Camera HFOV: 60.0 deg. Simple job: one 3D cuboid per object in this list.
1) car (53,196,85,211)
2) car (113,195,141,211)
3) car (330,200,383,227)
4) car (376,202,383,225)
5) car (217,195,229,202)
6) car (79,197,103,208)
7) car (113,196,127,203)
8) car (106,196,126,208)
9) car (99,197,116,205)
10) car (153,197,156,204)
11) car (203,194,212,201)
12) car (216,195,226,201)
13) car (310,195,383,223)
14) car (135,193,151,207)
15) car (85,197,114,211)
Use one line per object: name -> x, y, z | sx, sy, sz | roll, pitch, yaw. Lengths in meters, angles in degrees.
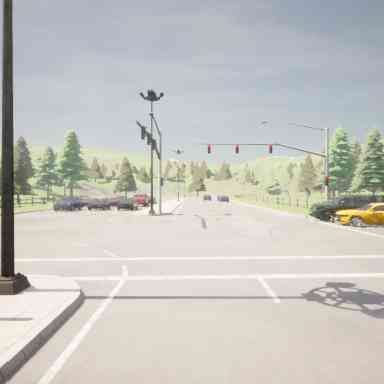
car -> -15.044, 1.352, 40.365 | 2.097, 1.767, 4.553 | 0, 0, 0
car -> -8.037, 1.477, 41.733 | 1.882, 1.535, 5.008 | 0, 0, 0
car -> 12.091, 1.477, 21.771 | 5.008, 1.535, 1.882 | 0, 0, 5
car -> 13.103, 1.491, 17.893 | 4.902, 1.511, 2.128 | 0, 0, 1
car -> 7.143, 1.477, 73.848 | 1.882, 1.535, 5.008 | 0, 0, 1
car -> -15.026, 1.547, 49.824 | 2.033, 1.411, 5.357 | 0, 0, 0
car -> -14.899, 1.499, 69.173 | 1.837, 1.490, 4.892 | 0, 0, 0
car -> -11.523, 1.477, 50.595 | 1.882, 1.535, 5.008 | 0, 0, 0
car -> -14.994, 1.564, 59.062 | 1.994, 1.385, 4.181 | 0, 0, 0
car -> -7.955, 1.547, 63.845 | 2.033, 1.411, 5.357 | 0, 0, 1
car -> 3.867, 1.355, 83.996 | 2.097, 1.767, 4.553 | 0, 0, 2
car -> 7.375, 1.525, 84.252 | 2.128, 1.511, 4.902 | 0, 0, 2
car -> 11.917, 1.222, 25.243 | 5.566, 2.045, 2.150 | 0, 0, 6
car -> -8.022, 1.221, 51.668 | 2.150, 2.045, 5.566 | 0, 0, 0
car -> -11.541, 1.563, 41.617 | 1.994, 1.385, 4.181 | 0, 0, 0
